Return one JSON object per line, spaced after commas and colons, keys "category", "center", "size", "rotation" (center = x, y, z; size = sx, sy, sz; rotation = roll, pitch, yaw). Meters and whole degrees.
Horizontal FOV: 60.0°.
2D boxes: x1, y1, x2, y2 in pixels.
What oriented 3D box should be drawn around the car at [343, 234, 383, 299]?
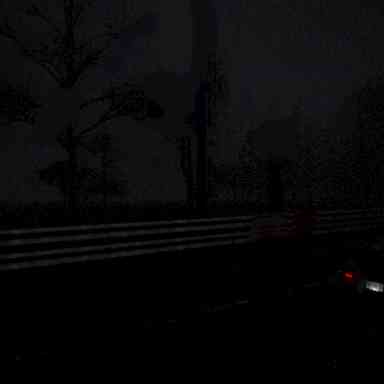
{"category": "car", "center": [5.117, 1.469, 7.060], "size": [4.674, 1.442, 1.812], "rotation": [0, 1, -33]}
